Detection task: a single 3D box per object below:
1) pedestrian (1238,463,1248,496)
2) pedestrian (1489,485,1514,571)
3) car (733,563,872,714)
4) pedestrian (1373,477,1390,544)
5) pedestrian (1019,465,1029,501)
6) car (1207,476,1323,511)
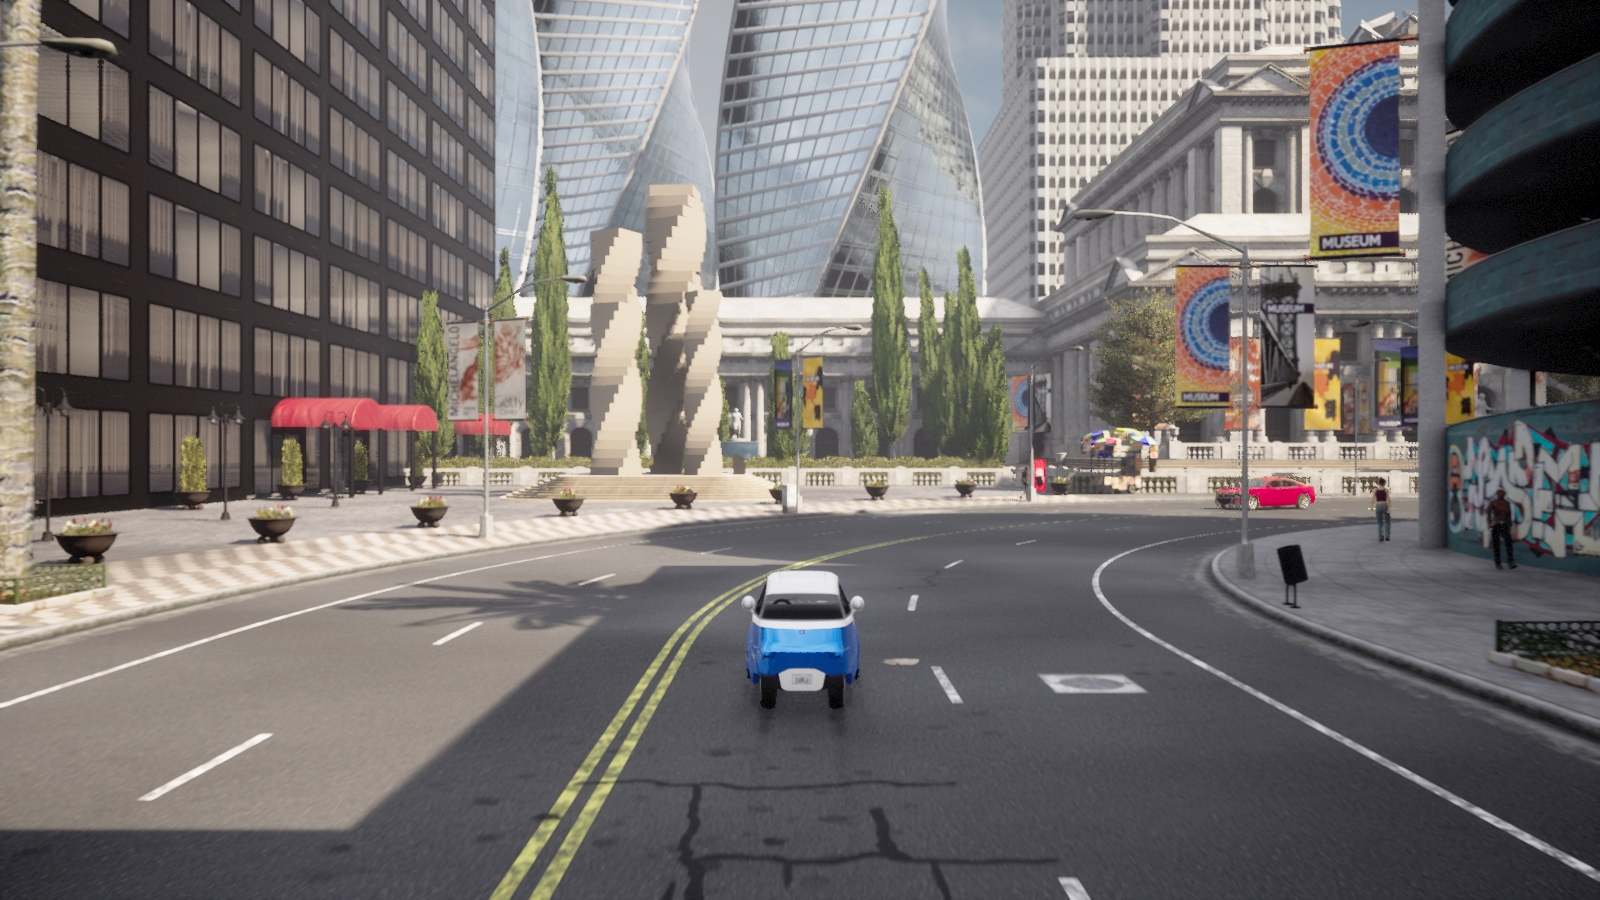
[{"bbox_3d":[25.291,1.689,65.222,0.375,1.860,0.375,0,0,-11],"label":"pedestrian"},{"bbox_3d":[15.380,1.693,25.047,0.375,1.860,0.375,0,0,14],"label":"pedestrian"},{"bbox_3d":[0.033,2.119,13.285,1.481,1.376,2.207,0,0,0],"label":"car"},{"bbox_3d":[16.401,1.693,32.215,0.375,1.860,0.375,0,0,35],"label":"pedestrian"},{"bbox_3d":[11.637,1.690,59.381,0.375,1.860,0.375,0,0,-20],"label":"pedestrian"},{"bbox_3d":[21.879,2.028,53.769,5.006,1.535,2.097,0,0,-21],"label":"car"}]
